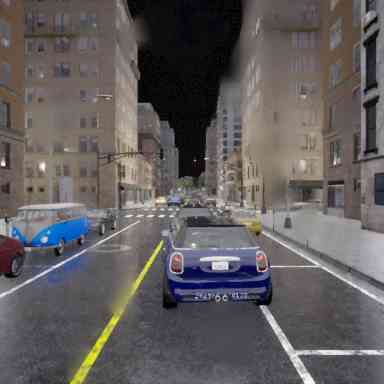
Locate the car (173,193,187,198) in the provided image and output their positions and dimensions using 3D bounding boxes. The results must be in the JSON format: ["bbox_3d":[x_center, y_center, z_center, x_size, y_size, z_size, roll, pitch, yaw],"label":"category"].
[{"bbox_3d":[-2.641,1.219,60.451,2.150,2.045,5.566,0,0,1],"label":"car"}]

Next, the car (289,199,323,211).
[{"bbox_3d":[13.705,1.515,38.313,4.718,1.301,1.895,0,0,0],"label":"car"}]

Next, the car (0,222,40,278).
[{"bbox_3d":[-5.371,1.582,7.511,1.802,1.307,4.206,0,0,0],"label":"car"}]

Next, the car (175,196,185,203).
[{"bbox_3d":[-2.540,1.519,70.556,1.812,1.442,4.674,0,0,0],"label":"car"}]

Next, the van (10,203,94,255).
[{"bbox_3d":[-5.354,1.340,12.917,1.690,1.788,3.998,0,0,0],"label":"van"}]

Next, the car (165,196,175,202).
[{"bbox_3d":[-5.152,1.543,79.012,2.008,1.369,4.403,0,0,0],"label":"car"}]

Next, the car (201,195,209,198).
[{"bbox_3d":[2.787,1.549,50.583,2.008,1.369,4.403,0,0,0],"label":"car"}]

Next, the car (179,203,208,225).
[{"bbox_3d":[0.092,1.563,25.052,1.994,1.385,4.181,0,0,0],"label":"car"}]

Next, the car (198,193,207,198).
[{"bbox_3d":[2.856,1.434,73.309,1.967,1.590,4.097,0,0,0],"label":"car"}]

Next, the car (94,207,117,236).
[{"bbox_3d":[-5.336,1.550,18.324,2.008,1.369,4.403,0,0,0],"label":"car"}]

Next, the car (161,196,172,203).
[{"bbox_3d":[-5.186,1.562,67.649,1.947,1.339,4.313,0,0,0],"label":"car"}]

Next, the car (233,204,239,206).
[{"bbox_3d":[2.698,1.525,18.471,1.752,1.417,4.829,0,0,0],"label":"car"}]

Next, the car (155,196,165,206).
[{"bbox_3d":[-5.221,1.523,56.117,1.752,1.417,4.829,0,0,0],"label":"car"}]

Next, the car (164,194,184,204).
[{"bbox_3d":[-2.692,1.476,50.462,1.882,1.535,5.008,0,0,0],"label":"car"}]

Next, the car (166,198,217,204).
[{"bbox_3d":[0.123,1.351,15.390,2.097,1.767,4.553,0,0,0],"label":"car"}]

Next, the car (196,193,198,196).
[{"bbox_3d":[2.890,1.306,84.673,2.192,1.841,5.009,0,0,0],"label":"car"}]

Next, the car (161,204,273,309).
[{"bbox_3d":[0.328,1.352,8.123,2.097,1.767,4.553,0,0,-5],"label":"car"}]

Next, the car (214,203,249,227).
[{"bbox_3d":[2.709,1.550,23.707,2.008,1.369,4.403,0,0,0],"label":"car"}]

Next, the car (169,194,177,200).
[{"bbox_3d":[-5.118,1.429,90.374,1.967,1.590,4.097,0,0,0],"label":"car"}]
